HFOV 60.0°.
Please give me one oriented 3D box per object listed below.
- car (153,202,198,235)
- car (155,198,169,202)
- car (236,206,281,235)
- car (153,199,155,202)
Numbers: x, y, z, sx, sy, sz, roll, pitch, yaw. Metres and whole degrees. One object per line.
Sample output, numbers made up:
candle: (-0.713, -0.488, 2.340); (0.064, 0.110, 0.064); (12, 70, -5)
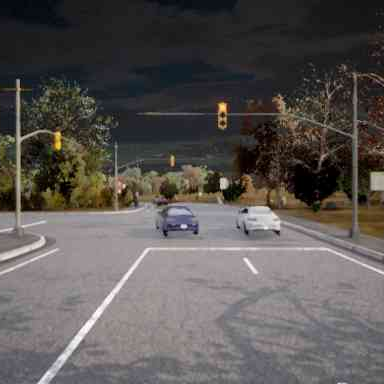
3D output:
car: (-0.919, 1.500, 18.508); (1.812, 1.442, 4.674); (0, 0, -13)
car: (-4.516, 1.722, 52.233); (1.895, 1.301, 4.718); (0, -1, -5)
car: (3.618, 1.500, 18.528); (1.812, 1.442, 4.674); (0, 0, 0)
car: (-6.824, 1.938, 67.972); (1.837, 1.490, 4.892); (0, -1, -12)
